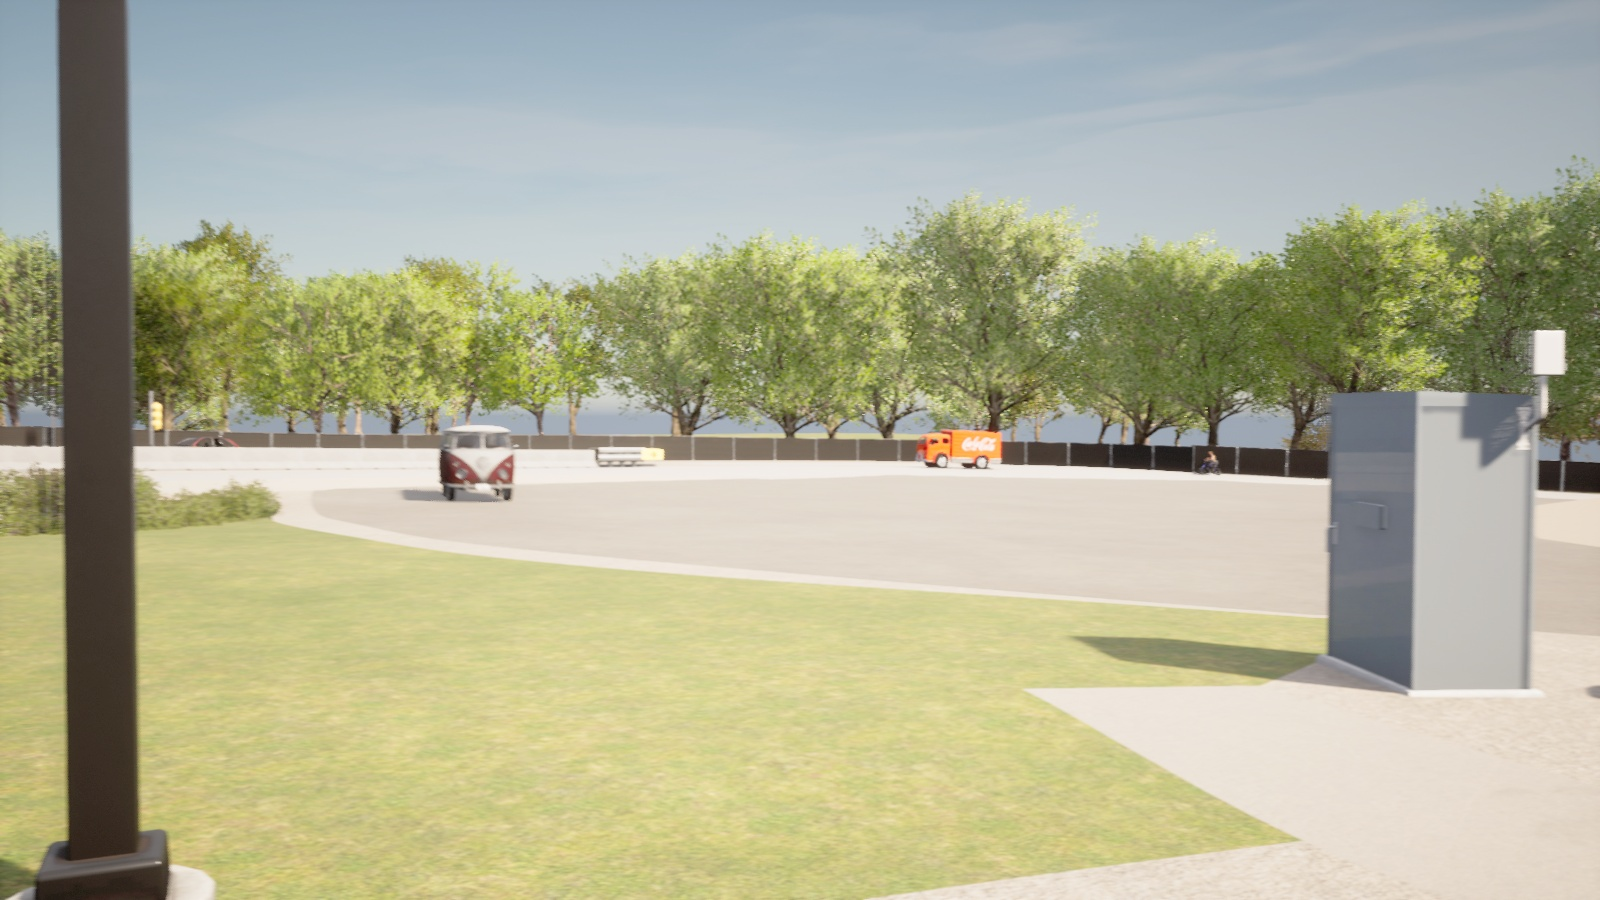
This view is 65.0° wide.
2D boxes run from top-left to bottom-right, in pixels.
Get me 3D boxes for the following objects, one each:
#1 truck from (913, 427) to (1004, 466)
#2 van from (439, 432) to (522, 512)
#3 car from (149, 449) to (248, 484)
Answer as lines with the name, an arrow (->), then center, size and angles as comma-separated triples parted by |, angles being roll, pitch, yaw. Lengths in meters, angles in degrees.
truck -> 10.185, -0.236, 80.934 | 5.204, 2.467, 2.627 | 1, 1, -16
van -> -8.682, 0.537, 33.918 | 1.775, 1.987, 4.442 | -1, 0, -19
car -> -28.749, 0.765, 60.136 | 1.851, 1.617, 3.988 | 0, 0, 28
